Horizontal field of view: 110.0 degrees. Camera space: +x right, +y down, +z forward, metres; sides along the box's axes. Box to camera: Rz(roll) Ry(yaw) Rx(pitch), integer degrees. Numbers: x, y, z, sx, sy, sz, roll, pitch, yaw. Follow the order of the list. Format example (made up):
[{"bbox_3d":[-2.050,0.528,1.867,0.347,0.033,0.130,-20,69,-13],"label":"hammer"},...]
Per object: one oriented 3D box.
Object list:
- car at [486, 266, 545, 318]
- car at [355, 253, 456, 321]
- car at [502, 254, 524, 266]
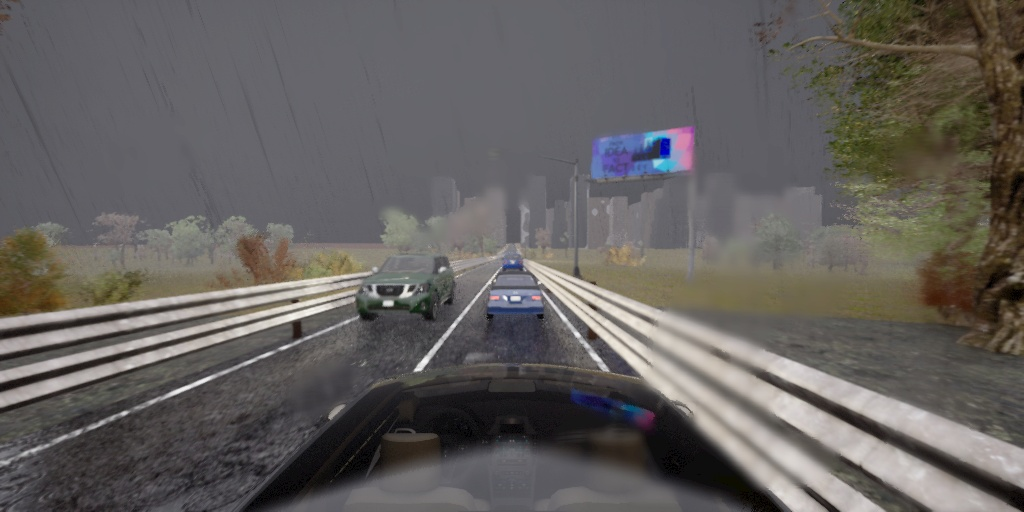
[{"bbox_3d":[0.096,1.235,12.657,2.033,1.411,5.357,0,0,0],"label":"car"},{"bbox_3d":[-3.351,0.911,12.479,2.150,2.045,5.566,0,0,0],"label":"car"},{"bbox_3d":[0.092,0.761,38.971,2.150,2.045,5.566,0,0,0],"label":"car"}]
